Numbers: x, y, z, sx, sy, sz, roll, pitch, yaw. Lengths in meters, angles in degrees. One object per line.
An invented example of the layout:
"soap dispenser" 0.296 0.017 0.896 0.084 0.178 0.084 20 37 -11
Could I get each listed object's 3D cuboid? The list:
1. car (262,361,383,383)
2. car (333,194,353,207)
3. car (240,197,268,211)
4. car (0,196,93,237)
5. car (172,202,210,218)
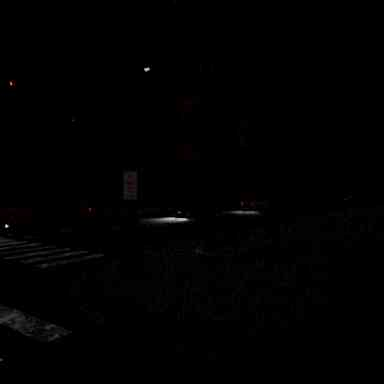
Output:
"car" 2.178 1.551 1.289 4.403 1.369 2.008 0 0 36
"car" 24.063 1.347 52.899 2.150 2.045 5.566 0 0 35
"car" 7.767 1.418 41.450 2.097 1.767 4.553 0 0 36
"car" -8.300 1.236 18.800 2.150 2.045 5.566 0 0 35
"car" 0.065 1.602 30.603 1.994 1.385 4.181 0 0 36
